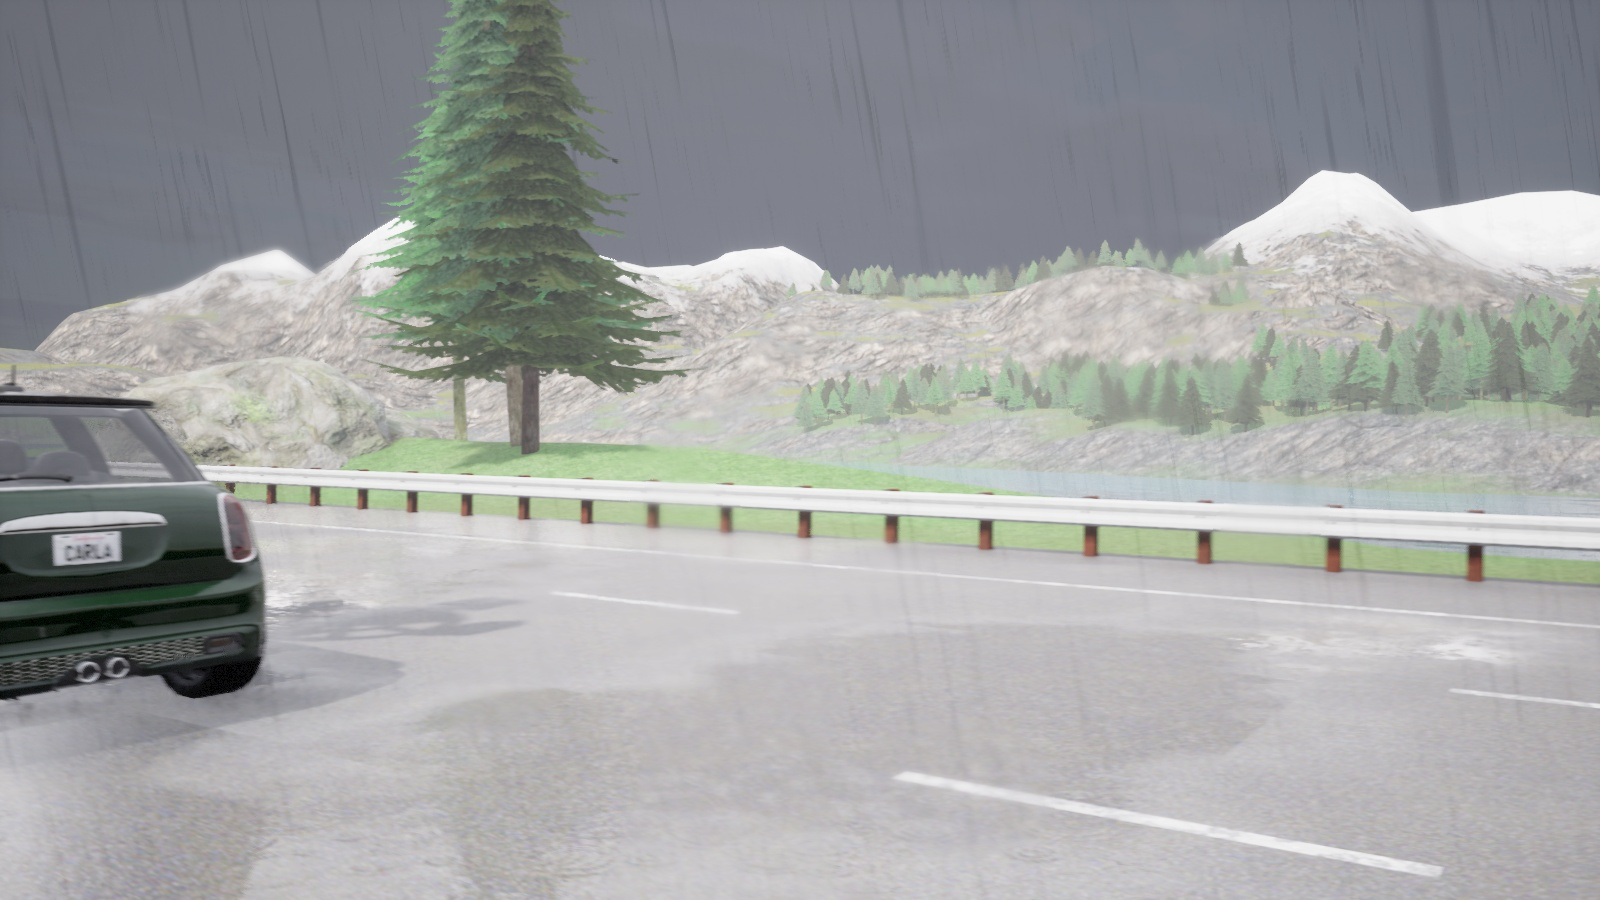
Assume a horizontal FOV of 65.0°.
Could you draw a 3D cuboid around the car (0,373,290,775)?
[{"bbox_3d":[-5.211,0.540,7.084,4.553,1.767,2.097,0,1,34],"label":"car"}]
